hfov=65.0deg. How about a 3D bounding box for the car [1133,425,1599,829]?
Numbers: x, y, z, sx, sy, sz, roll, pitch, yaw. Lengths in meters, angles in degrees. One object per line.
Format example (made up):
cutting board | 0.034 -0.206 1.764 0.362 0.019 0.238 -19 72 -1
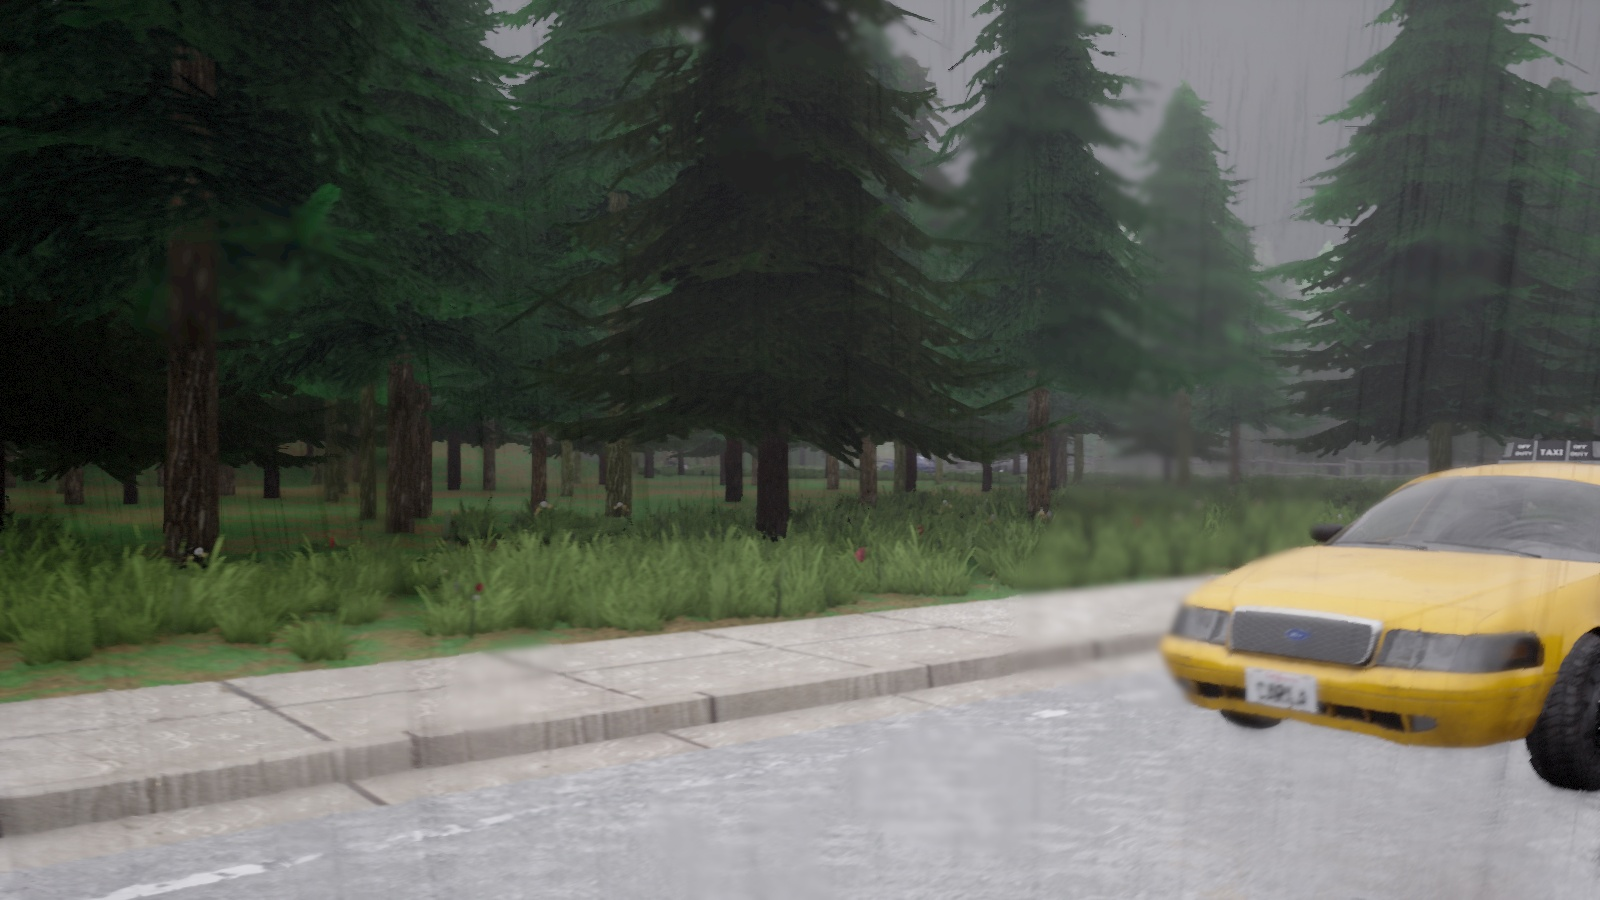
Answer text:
car | 4.332 0.694 7.288 5.366 1.575 1.801 0 0 -39

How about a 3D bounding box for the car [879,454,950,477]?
car | 7.296 0.964 80.531 1.812 1.442 4.674 0 0 -38

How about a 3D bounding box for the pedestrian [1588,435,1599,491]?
pedestrian | 26.976 0.425 42.110 0.900 1.855 0.874 0 0 35

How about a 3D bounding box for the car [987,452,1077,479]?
car | 13.374 0.855 72.646 2.128 1.511 4.902 0 0 -37
